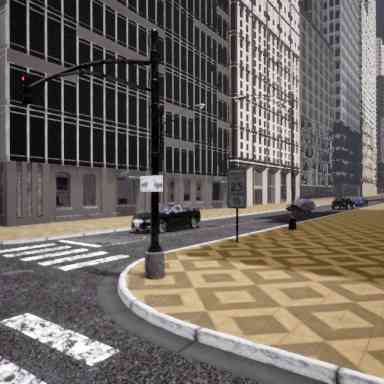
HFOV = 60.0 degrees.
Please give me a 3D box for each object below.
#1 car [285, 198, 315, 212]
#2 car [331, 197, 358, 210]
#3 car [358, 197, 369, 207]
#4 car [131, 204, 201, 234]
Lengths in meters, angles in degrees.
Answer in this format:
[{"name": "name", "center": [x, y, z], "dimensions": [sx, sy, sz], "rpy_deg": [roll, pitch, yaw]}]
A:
[{"name": "car", "center": [12.330, 1.432, 37.540], "dimensions": [2.033, 1.411, 5.357], "rpy_deg": [0, 0, 37]}, {"name": "car", "center": [18.385, 1.359, 40.405], "dimensions": [1.837, 1.490, 4.892], "rpy_deg": [0, 0, 37]}, {"name": "car", "center": [24.597, 1.369, 48.773], "dimensions": [2.033, 1.411, 5.357], "rpy_deg": [0, 0, 37]}, {"name": "car", "center": [-1.386, 1.445, 19.243], "dimensions": [2.128, 1.511, 4.902], "rpy_deg": [0, 0, 37]}]
